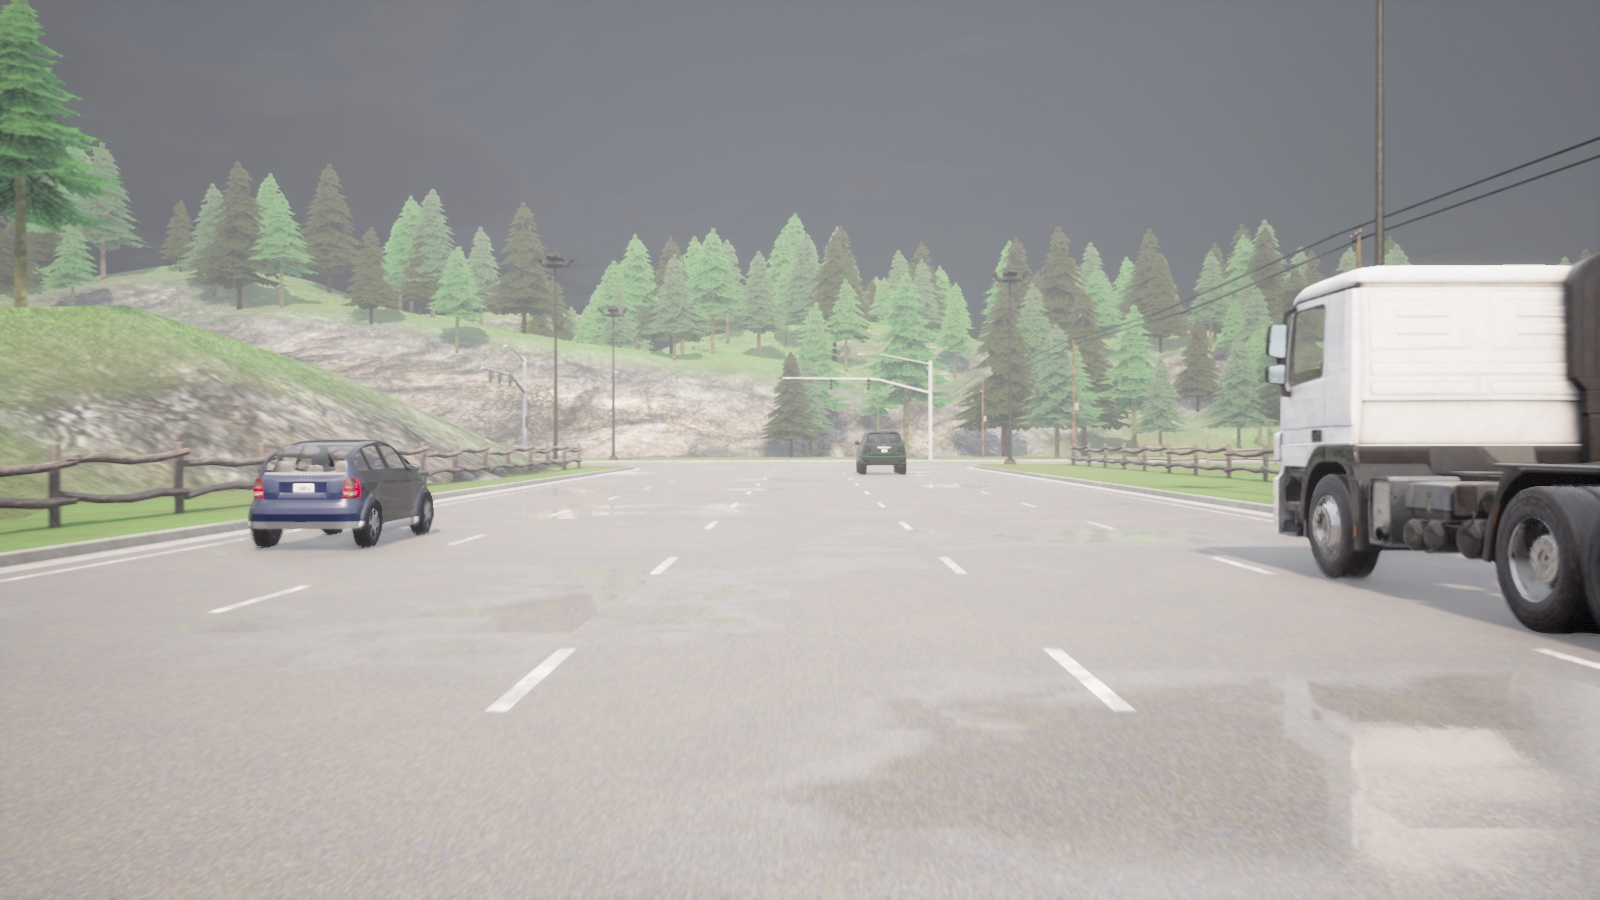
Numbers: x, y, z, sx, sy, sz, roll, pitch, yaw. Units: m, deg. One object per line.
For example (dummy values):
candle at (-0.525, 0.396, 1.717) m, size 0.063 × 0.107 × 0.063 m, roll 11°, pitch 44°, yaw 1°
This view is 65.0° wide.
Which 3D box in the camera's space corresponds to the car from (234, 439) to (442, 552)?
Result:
car at (-6.876, 0.607, 19.098) m, size 1.789 × 1.549 × 3.705 m, roll 0°, pitch 0°, yaw 0°

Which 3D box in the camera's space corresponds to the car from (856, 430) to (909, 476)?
car at (3.853, 0.116, 59.583) m, size 2.150 × 2.045 × 5.566 m, roll 0°, pitch 0°, yaw 0°

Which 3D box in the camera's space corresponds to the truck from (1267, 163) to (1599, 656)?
truck at (7.080, -0.296, 11.220) m, size 2.891 × 3.462 × 7.936 m, roll 0°, pitch 0°, yaw 0°
